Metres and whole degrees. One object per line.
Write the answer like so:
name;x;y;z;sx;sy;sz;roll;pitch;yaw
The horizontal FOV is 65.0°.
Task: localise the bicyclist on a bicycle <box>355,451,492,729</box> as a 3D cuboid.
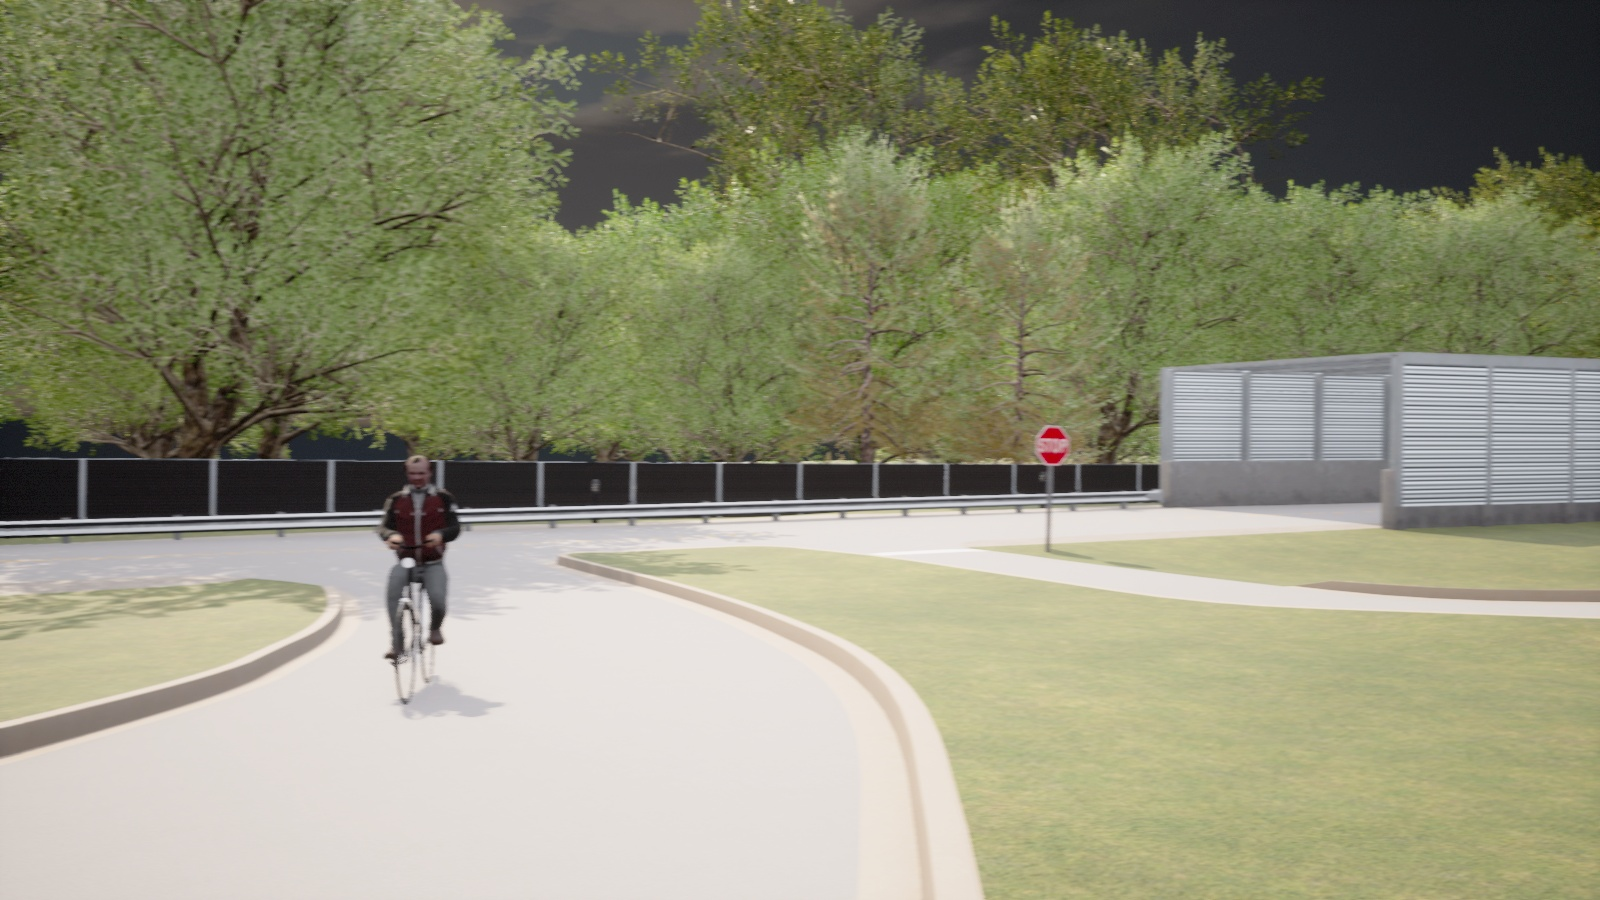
bicyclist on a bicycle;-2.688;0.965;9.138;0.659;1.776;1.843;-2;-3;-9
